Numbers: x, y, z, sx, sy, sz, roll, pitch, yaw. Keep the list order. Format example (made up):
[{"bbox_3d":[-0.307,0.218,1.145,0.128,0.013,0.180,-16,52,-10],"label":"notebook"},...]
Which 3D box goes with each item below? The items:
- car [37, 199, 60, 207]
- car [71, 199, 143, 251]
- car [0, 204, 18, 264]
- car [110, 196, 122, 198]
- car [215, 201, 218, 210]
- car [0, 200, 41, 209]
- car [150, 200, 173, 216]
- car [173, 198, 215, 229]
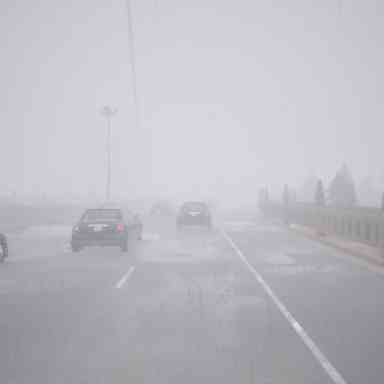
[{"bbox_3d":[-16.461,1.507,36.633,1.837,1.490,4.892,0,-1,9],"label":"car"},{"bbox_3d":[-3.403,1.352,14.134,2.097,1.767,4.553,0,0,0],"label":"car"},{"bbox_3d":[-6.902,1.352,8.764,2.097,1.767,4.553,0,0,0],"label":"car"},{"bbox_3d":[-14.052,1.482,60.460,1.882,1.535,5.008,0,0,21],"label":"car"},{"bbox_3d":[1.910,1.479,39.458,1.882,1.535,5.008,0,0,10],"label":"car"},{"bbox_3d":[-13.926,1.548,25.039,2.033,1.411,5.357,0,0,2],"label":"car"},{"bbox_3d":[-2.728,1.506,32.240,1.837,1.490,4.892,0,0,6],"label":"car"},{"bbox_3d":[0.135,1.353,21.618,2.097,1.767,4.553,0,0,0],"label":"car"}]
